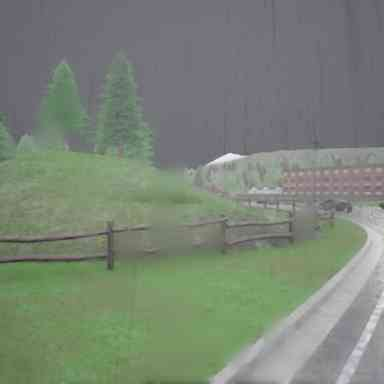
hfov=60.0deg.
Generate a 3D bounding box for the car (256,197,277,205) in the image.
[{"bbox_3d":[13.498,1.592,59.519,1.994,1.385,4.181,0,0,-34],"label":"car"}]

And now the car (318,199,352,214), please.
[{"bbox_3d":[15.274,1.521,35.839,1.837,1.490,4.892,2,0,-5],"label":"car"}]

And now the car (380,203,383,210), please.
[{"bbox_3d":[25.177,1.617,40.515,1.895,1.301,4.718,0,0,-8],"label":"car"}]
